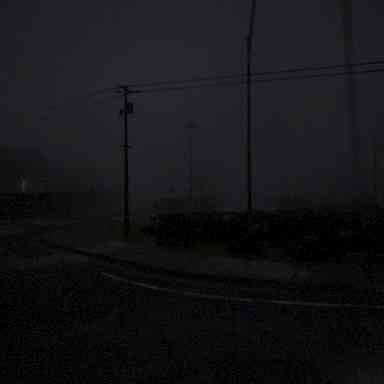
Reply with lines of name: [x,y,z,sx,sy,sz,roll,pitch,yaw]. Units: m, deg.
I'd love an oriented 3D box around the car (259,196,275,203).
car: [16.007,1.450,69.082,3.905,1.438,1.784,0,0,4]

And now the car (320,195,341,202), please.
car: [28.924,1.349,69.352,4.193,1.474,1.816,0,0,4]

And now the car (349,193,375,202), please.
car: [28.526,1.153,55.864,3.866,1.878,1.905,0,0,4]

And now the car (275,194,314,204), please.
car: [14.577,1.239,46.647,4.605,1.855,1.932,0,0,4]
